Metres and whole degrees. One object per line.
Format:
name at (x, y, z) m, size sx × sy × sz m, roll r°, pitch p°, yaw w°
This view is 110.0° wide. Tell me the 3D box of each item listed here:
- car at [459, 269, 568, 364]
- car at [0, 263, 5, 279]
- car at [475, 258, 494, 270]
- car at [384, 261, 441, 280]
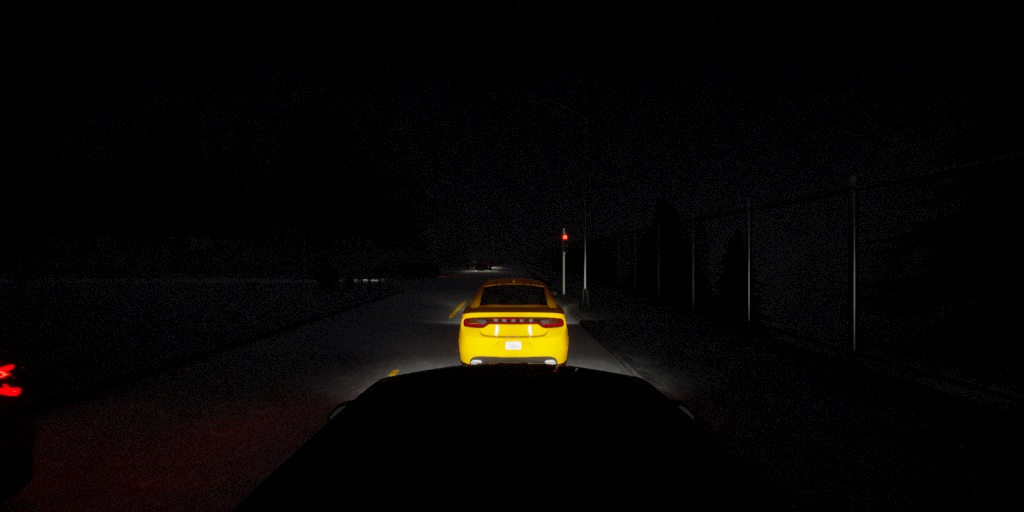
car at (0.043, 1.226, 7.991) m, size 1.882 × 1.535 × 5.008 m, roll 0°, pitch 0°, yaw 0°
car at (-48.104, 1.292, 31.138) m, size 5.357 × 1.411 × 2.033 m, roll 0°, pitch 0°, yaw 1°
car at (-4.123, 1.093, 51.960) m, size 2.097 × 1.767 × 4.553 m, roll 0°, pitch 0°, yaw 0°
car at (-8.735, 1.250, 31.706) m, size 4.892 × 1.490 × 1.837 m, roll 0°, pitch 4°, yaw -29°
